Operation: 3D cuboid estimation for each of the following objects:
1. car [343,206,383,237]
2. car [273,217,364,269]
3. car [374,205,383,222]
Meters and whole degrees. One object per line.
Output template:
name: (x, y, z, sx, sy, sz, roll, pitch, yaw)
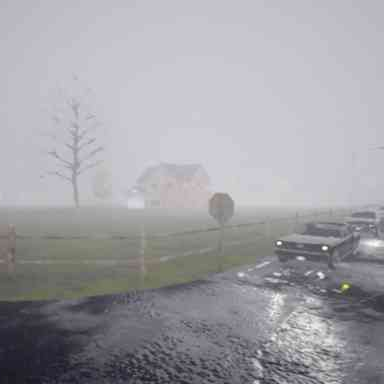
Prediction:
car: (10.643, 1.837, 20.484, 1.837, 1.490, 4.892, 1, -1, 35)
car: (4.701, 1.794, 12.178, 1.895, 1.301, 4.718, 1, 0, 37)
car: (18.837, 2.042, 31.991, 1.812, 1.442, 4.674, 1, 0, 35)
